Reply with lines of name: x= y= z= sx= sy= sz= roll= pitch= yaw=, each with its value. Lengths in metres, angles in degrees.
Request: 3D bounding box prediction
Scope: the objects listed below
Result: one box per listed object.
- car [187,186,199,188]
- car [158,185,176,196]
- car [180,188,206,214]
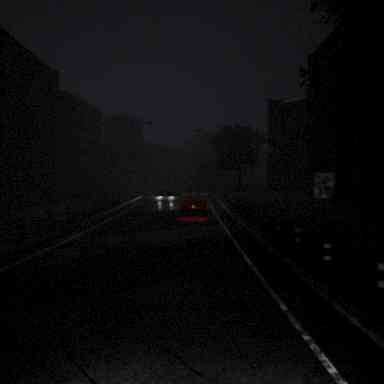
car: x=0.233 y=-0.111 z=42.925 sx=1.994 sy=1.385 sz=4.181 roll=0 pitch=3 yaw=2
car: x=-3.358 y=-0.240 z=44.530 sx=1.812 sy=1.442 sz=4.674 roll=0 pitch=3 yaw=3
car: x=0.090 y=0.760 z=25.964 sx=1.882 sy=1.535 sz=5.008 roll=0 pitch=3 yaw=0
